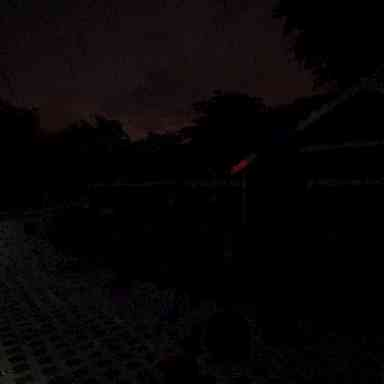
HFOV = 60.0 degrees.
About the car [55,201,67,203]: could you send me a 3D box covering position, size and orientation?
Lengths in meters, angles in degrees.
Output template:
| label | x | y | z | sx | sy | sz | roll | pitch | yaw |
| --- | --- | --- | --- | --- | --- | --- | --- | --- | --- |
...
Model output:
| label | x | y | z | sx | sy | sz | roll | pitch | yaw |
| --- | --- | --- | --- | --- | --- | --- | --- | --- | --- |
| car | -18.188 | 1.989 | 46.234 | 2.033 | 1.411 | 5.357 | 0 | -1 | 6 |
